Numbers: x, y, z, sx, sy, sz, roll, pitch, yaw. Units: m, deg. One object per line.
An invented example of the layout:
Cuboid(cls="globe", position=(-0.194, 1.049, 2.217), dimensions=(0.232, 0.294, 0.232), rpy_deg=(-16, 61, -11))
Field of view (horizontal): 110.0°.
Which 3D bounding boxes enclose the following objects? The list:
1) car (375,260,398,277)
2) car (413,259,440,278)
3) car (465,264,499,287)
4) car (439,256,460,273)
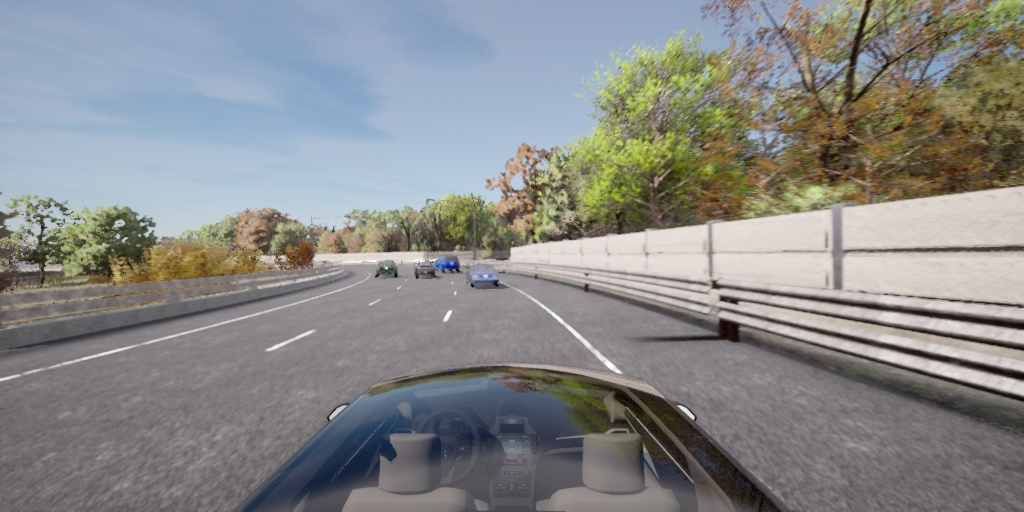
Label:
Cuboid(cls="car", position=(-12.829, 1.202, 36.796), dimensions=(2.097, 1.767, 4.553), rpy_deg=(-1, 0, -18))
Cuboid(cls="car", position=(-8.529, 1.277, 34.969), dimensions=(2.128, 1.511, 4.902), rpy_deg=(-1, 0, -17))
Cuboid(cls="car", position=(-2.072, 1.262, 24.045), dimensions=(2.033, 1.411, 5.357), rpy_deg=(-1, 0, -12))
Cuboid(cls="car", position=(-7.846, 0.974, 43.524), dimensions=(2.150, 2.045, 5.566), rpy_deg=(-1, 1, -22))
